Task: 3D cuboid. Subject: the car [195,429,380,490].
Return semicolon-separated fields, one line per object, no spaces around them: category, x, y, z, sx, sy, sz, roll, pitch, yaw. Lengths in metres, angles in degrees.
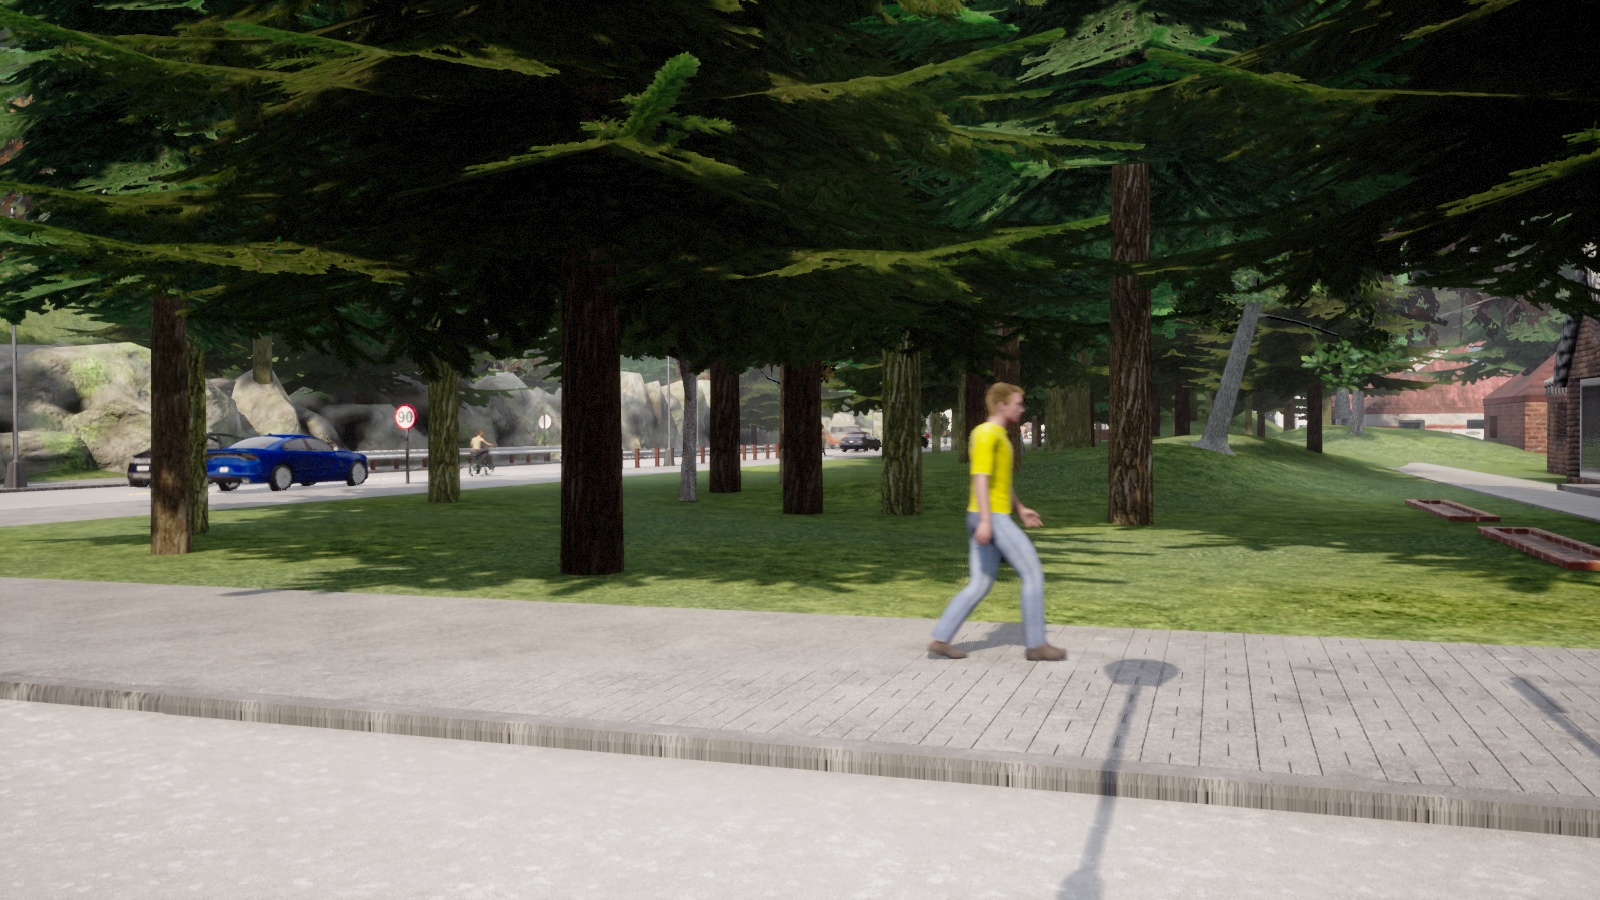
car;-13.900;0.201;34.427;1.882;1.535;5.008;1;1;18

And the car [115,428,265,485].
car;-17.514;0.159;36.237;1.789;1.549;3.705;1;1;18

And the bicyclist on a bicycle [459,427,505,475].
bicyclist on a bicycle;-10.966;0.028;43.313;0.866;1.612;1.509;1;1;18

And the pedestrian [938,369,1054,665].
pedestrian;1.238;0.413;8.003;0.706;1.836;0.354;0;1;6

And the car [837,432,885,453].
car;4.385;-0.541;89.405;2.033;1.411;5.357;1;1;19
